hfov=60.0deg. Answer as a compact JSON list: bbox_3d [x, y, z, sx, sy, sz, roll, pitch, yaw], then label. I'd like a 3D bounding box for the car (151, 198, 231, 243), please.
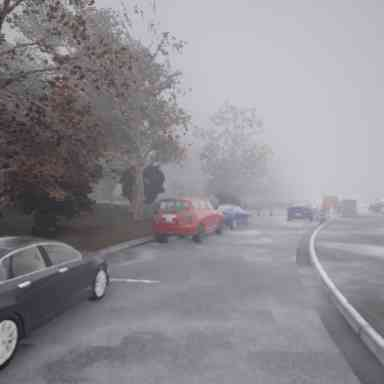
[{"bbox_3d":[-0.036,1.285,16.734,2.435,2.045,5.566,0,0,21],"label":"car"}]

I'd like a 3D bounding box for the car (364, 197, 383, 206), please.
[{"bbox_3d":[44.786,2.246,79.805,5.566,2.045,2.435,1,-1,8],"label":"car"}]

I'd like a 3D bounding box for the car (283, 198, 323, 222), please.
[{"bbox_3d":[9.090,1.512,27.005,1.882,1.535,5.008,-1,0,28],"label":"car"}]

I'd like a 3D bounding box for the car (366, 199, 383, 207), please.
[{"bbox_3d":[39.304,2.284,69.414,5.008,1.535,2.097,1,-1,8],"label":"car"}]

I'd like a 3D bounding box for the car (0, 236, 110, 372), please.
[{"bbox_3d":[-3.040,1.503,5.704,2.231,1.521,4.892,0,-1,9],"label":"car"}]

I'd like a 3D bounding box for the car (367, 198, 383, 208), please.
[{"bbox_3d":[35.256,2.013,61.610,4.553,1.767,2.185,1,0,8],"label":"car"}]

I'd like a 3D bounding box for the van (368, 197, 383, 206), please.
[{"bbox_3d":[40.789,2.111,72.001,4.442,1.987,1.878,1,-1,8],"label":"van"}]

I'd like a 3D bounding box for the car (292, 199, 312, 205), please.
[{"bbox_3d":[29.015,2.727,88.147,4.674,1.452,2.002,-1,-2,8],"label":"car"}]

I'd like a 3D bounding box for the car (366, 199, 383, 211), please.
[{"bbox_3d":[28.601,1.907,48.605,5.366,1.575,1.946,0,-1,8],"label":"car"}]

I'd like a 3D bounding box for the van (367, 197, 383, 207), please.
[{"bbox_3d":[37.834,2.007,66.826,4.442,1.987,1.878,1,-1,8],"label":"van"}]

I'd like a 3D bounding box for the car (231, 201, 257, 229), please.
[{"bbox_3d":[2.423,1.563,22.200,2.097,1.535,5.008,0,0,26],"label":"car"}]

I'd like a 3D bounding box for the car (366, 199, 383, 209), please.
[{"bbox_3d":[31.147,2.001,53.812,4.892,1.521,2.231,0,0,8],"label":"car"}]

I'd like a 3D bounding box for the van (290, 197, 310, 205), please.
[{"bbox_3d":[27.763,2.404,85.534,4.442,1.987,1.878,-1,-2,8],"label":"van"}]

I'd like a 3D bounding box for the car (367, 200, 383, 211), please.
[{"bbox_3d":[27.057,1.902,46.023,4.674,1.452,2.002,0,0,8],"label":"car"}]

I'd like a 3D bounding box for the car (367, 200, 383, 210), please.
[{"bbox_3d":[29.780,1.994,51.220,4.674,1.452,2.002,1,0,8],"label":"car"}]

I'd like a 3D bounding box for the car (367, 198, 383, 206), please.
[{"bbox_3d":[42.003,2.261,74.615,4.553,1.767,2.185,1,-1,8],"label":"car"}]

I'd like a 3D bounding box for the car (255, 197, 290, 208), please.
[{"bbox_3d":[14.011,1.890,59.469,5.566,2.045,2.435,-1,-2,8],"label":"car"}]

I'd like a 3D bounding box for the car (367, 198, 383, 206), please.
[{"bbox_3d":[46.148,2.427,82.388,4.553,1.767,2.185,1,-1,8],"label":"car"}]

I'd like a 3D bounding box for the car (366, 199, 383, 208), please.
[{"bbox_3d":[33.869,2.093,59.015,4.892,1.521,2.231,1,0,8],"label":"car"}]

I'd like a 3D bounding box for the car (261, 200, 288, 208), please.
[{"bbox_3d":[15.323,2.217,62.069,4.792,1.488,2.163,-1,-1,8],"label":"car"}]

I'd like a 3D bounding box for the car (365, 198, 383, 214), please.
[{"bbox_3d":[22.970,1.726,38.235,4.892,1.521,2.231,0,-1,8],"label":"car"}]

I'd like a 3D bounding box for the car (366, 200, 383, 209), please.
[{"bbox_3d":[32.471,2.075,56.421,4.792,1.488,2.163,0,0,8],"label":"car"}]

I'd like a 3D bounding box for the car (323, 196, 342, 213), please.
[{"bbox_3d":[17.944,1.534,42.469,2.150,2.045,5.566,-1,-1,29],"label":"car"}]

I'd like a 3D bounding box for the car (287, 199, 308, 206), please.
[{"bbox_3d":[26.286,2.616,82.924,4.674,1.452,2.002,-1,-1,8],"label":"car"}]
